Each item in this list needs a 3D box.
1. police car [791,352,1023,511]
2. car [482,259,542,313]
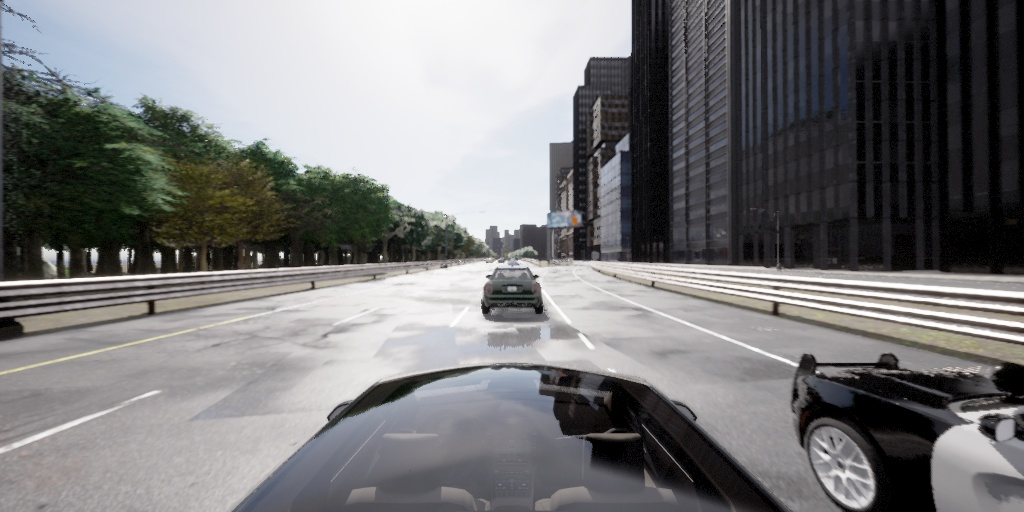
[{"bbox_3d":[3.498,1.175,1.331,1.930,1.638,5.238,0,0,0],"label":"police car"},{"bbox_3d":[0.017,1.146,14.310,2.097,1.767,4.553,0,0,0],"label":"car"}]
